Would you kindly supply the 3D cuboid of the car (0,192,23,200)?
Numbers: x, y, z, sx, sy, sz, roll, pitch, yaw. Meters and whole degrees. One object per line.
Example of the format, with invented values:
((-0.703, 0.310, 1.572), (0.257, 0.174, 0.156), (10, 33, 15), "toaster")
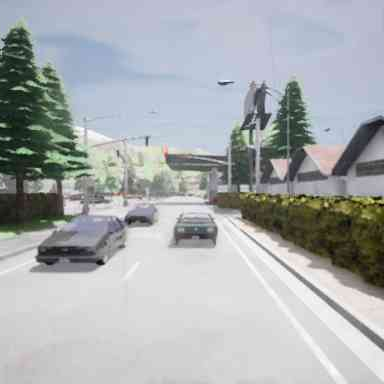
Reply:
((-42.193, 0.964, 77.531), (4.605, 1.855, 1.932), (0, 0, 0), "car")

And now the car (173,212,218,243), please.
((0.167, 1.584, 15.816), (1.895, 1.301, 4.718), (0, 0, 0), "car")

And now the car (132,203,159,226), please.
((-3.389, 1.521, 23.526), (2.033, 1.411, 5.357), (0, 0, 0), "car")

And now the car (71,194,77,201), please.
((-23.680, 1.193, 71.167), (4.514, 1.523, 2.007), (0, 0, 0), "car")

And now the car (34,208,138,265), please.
((-3.535, 1.530, 11.910), (2.033, 1.411, 5.357), (0, 0, 1), "car")

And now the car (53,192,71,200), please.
((-24.378, 1.005, 58.710), (4.605, 1.855, 1.932), (0, 0, 0), "car")

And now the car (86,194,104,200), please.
((-23.647, 1.203, 81.160), (3.633, 1.501, 1.845), (0, 0, 0), "car")

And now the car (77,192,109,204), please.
((-16.507, 0.997, 55.431), (3.866, 1.878, 1.905), (0, 0, 0), "car")

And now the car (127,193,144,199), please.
((-15.985, 1.210, 93.014), (5.027, 1.636, 2.152), (0, 0, 0), "car")

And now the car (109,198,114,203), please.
((-15.900, 1.278, 58.756), (3.806, 1.475, 1.970), (0, 0, 0), "car")
